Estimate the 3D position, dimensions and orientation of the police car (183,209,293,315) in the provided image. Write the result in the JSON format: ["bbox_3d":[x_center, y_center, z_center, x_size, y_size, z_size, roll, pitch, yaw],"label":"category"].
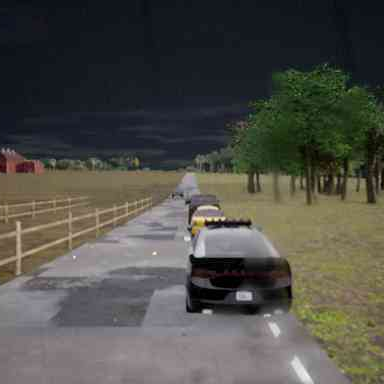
[{"bbox_3d":[0.829,1.448,7.870,1.930,1.638,5.238,0,0,0],"label":"police car"}]

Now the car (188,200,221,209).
[{"bbox_3d":[0.832,1.434,17.947,1.801,1.575,5.366,0,1,0],"label":"car"}]

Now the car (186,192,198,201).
[{"bbox_3d":[0.021,0.702,58.377,1.895,1.301,4.718,0,2,0],"label":"car"}]

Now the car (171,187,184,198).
[{"bbox_3d":[-2.727,0.115,63.750,2.150,2.045,5.566,0,2,0],"label":"car"}]

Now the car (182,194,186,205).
[{"bbox_3d":[0.041,1.086,45.248,1.895,1.301,4.718,0,1,1],"label":"car"}]

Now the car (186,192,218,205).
[{"bbox_3d":[0.834,1.139,23.783,2.150,2.045,5.566,0,1,0],"label":"car"}]
